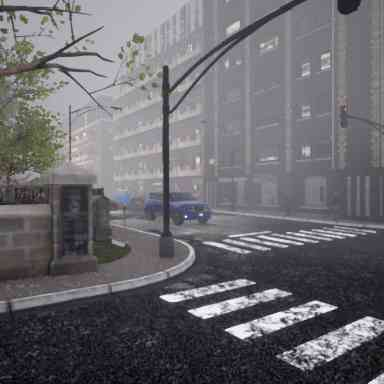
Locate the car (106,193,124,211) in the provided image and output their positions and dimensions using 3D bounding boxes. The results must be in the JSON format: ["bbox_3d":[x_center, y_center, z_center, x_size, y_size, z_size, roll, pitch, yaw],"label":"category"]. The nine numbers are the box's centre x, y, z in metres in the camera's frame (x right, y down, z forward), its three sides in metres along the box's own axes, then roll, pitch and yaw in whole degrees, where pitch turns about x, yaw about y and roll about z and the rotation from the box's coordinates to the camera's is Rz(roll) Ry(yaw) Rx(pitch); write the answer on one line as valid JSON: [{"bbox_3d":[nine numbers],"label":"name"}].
[{"bbox_3d":[-8.567,1.043,31.856,1.994,1.385,4.181,0,1,-36],"label":"car"}]

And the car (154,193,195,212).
[{"bbox_3d":[-1.776,0.950,32.401,1.967,1.590,4.097,1,1,-36],"label":"car"}]

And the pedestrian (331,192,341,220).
[{"bbox_3d":[9.495,0.901,21.964,0.375,1.860,0.375,1,-1,-36],"label":"pedestrian"}]

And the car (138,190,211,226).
[{"bbox_3d":[-1.102,0.926,21.654,2.150,2.045,5.566,0,1,-36],"label":"car"}]

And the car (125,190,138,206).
[{"bbox_3d":[-5.036,0.727,36.855,2.192,1.841,5.009,1,1,-36],"label":"car"}]

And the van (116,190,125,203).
[{"bbox_3d":[-8.299,0.655,41.312,1.690,1.788,3.998,1,1,-36],"label":"van"}]
